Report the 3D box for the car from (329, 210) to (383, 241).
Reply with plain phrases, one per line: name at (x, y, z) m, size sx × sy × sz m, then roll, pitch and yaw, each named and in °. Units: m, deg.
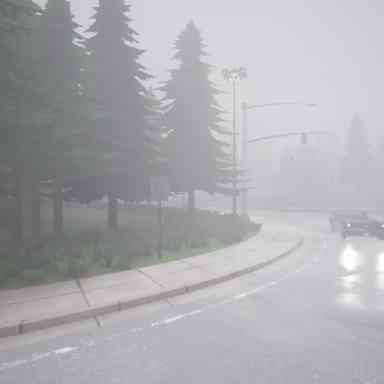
car at (8.386, 1.601, 17.128) m, size 1.895 × 1.301 × 4.718 m, roll 0°, pitch 0°, yaw 14°
